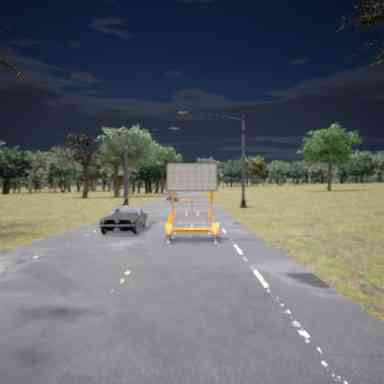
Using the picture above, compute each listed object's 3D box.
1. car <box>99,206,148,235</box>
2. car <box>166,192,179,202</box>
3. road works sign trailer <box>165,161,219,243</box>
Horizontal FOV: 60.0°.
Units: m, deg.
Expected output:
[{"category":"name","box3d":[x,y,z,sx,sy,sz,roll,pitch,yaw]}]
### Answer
[{"category":"car","box3d":[-3.601,1.487,18.199,1.895,1.301,4.718,0,0,0]},{"category":"car","box3d":[-3.544,0.766,60.054,2.097,1.767,4.553,0,1,1]},{"category":"road works sign trailer","box3d":[0.000,0.372,15.495,2.380,3.560,2.880,0,0,0]}]
